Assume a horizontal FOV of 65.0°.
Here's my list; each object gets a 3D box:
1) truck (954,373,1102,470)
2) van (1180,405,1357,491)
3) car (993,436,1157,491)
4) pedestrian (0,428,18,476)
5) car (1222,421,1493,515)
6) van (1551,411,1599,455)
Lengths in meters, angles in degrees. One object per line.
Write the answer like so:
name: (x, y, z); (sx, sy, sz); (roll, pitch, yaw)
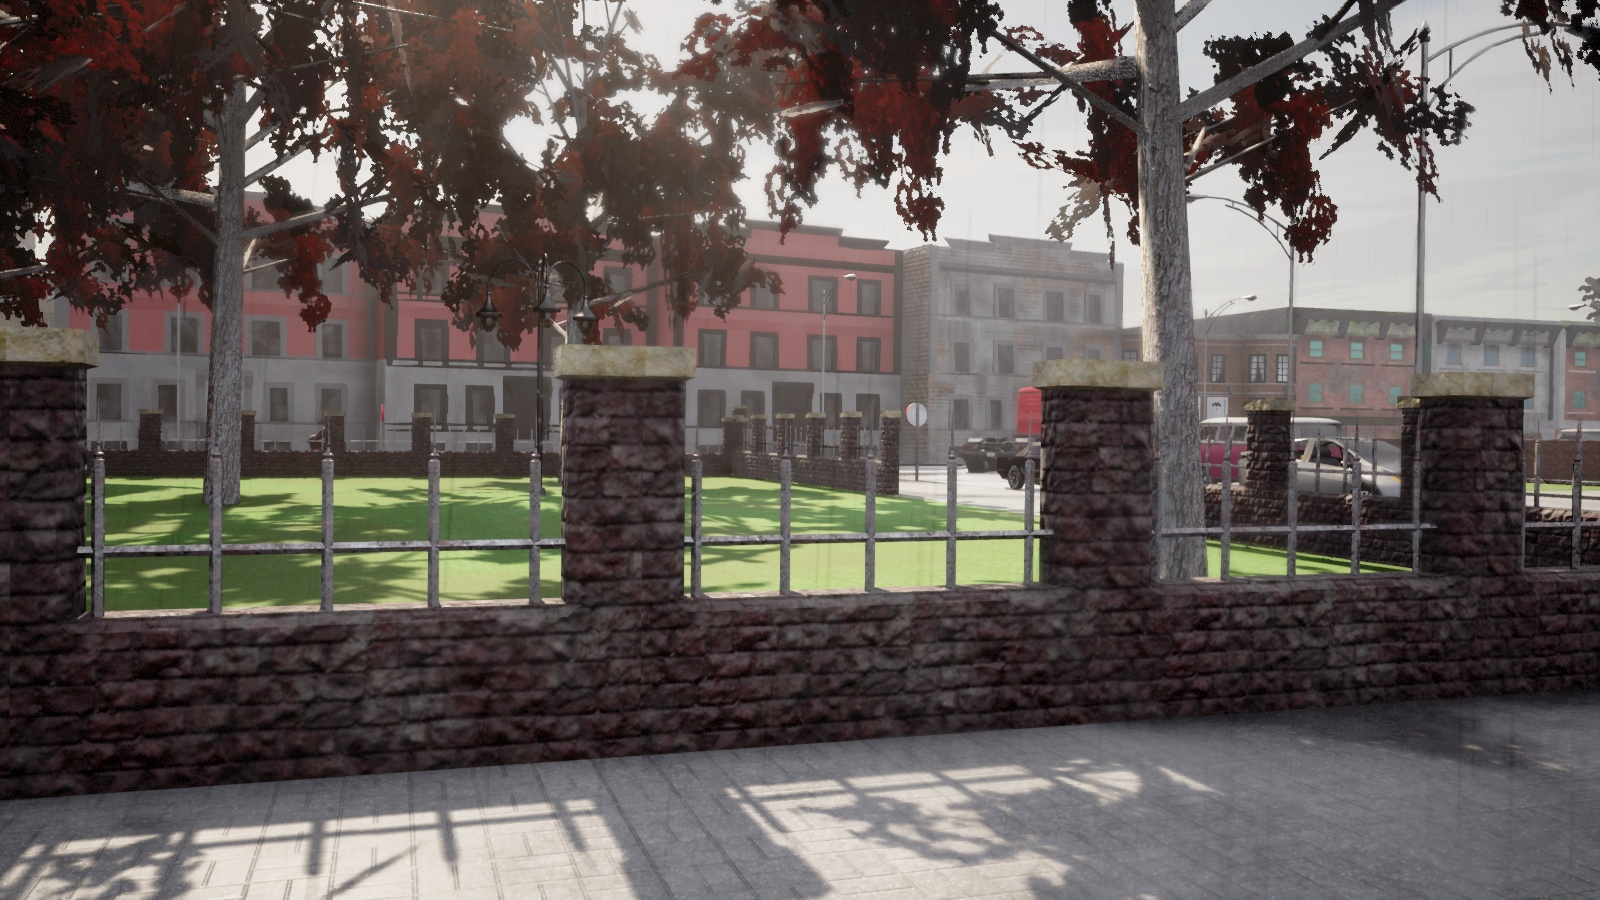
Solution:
truck: (9.088, -1.084, 49.245); (2.891, 3.462, 7.936); (0, 1, 32)
van: (11.622, -0.087, 31.485); (1.775, 1.987, 4.442); (-1, 1, -18)
car: (6.994, 0.294, 32.525); (1.895, 1.301, 4.718); (-1, 1, -20)
pedestrian: (-30.887, 0.091, 48.793); (0.720, 1.854, 0.376); (-1, 1, 1)
car: (10.067, 0.260, 23.108); (2.007, 1.525, 4.514); (-1, 1, -20)
van: (37.952, -0.824, 59.286); (4.442, 1.987, 1.775); (-1, 1, -18)
